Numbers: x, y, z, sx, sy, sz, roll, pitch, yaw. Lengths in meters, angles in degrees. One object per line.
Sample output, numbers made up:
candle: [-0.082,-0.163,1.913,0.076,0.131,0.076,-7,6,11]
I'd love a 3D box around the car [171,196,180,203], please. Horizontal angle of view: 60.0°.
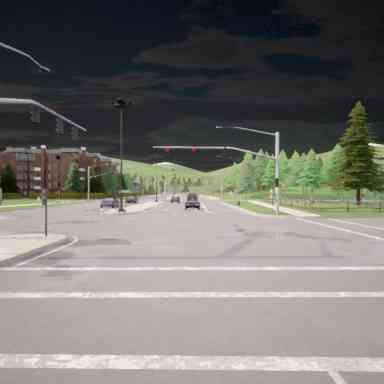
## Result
car: [-3.412,1.491,68.922,2.128,1.511,4.902,0,0,0]

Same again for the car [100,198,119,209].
car: [-11.521,1.526,46.734,1.812,1.442,4.674,0,0,0]

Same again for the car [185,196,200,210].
car: [0.055,1.601,43.513,1.895,1.301,4.718,0,0,0]

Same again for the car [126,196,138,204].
car: [-11.425,1.478,63.093,1.882,1.535,5.008,0,0,0]

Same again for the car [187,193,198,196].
car: [0.088,1.221,68.949,2.150,2.045,5.566,0,0,0]
